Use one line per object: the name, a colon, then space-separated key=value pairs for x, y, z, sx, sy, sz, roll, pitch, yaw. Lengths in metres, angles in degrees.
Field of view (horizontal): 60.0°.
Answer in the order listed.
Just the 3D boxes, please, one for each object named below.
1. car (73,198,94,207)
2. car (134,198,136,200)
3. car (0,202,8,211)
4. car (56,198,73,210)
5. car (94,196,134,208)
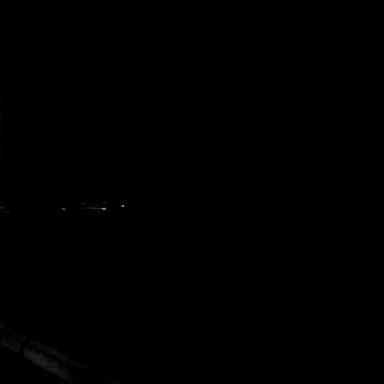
car: x=-16.404 y=1.511 z=47.878 sx=2.033 sy=1.411 sz=5.357 roll=0 pitch=0 yaw=39
car: x=-10.145 y=1.425 z=55.654 sx=1.994 sy=1.385 sz=4.181 roll=0 pitch=1 yaw=38
car: x=-22.204 y=1.562 z=40.674 sx=1.994 sy=1.385 sz=4.181 roll=0 pitch=0 yaw=38
car: x=-17.839 y=1.542 z=40.508 sx=2.033 sy=1.411 sz=5.357 roll=0 pitch=0 yaw=39
car: x=-11.300 y=1.438 z=48.632 sx=1.837 sy=1.490 sz=4.892 roll=0 pitch=1 yaw=39
